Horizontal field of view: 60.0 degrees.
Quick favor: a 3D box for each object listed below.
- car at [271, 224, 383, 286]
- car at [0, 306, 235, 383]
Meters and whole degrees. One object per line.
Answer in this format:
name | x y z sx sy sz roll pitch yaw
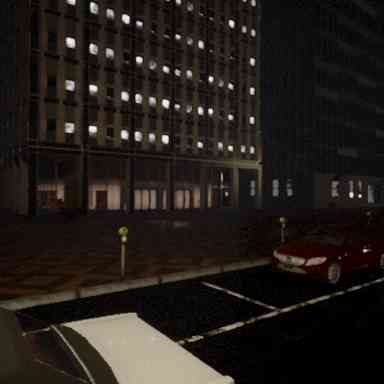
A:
car | 4.095 1.608 9.469 4.206 1.307 1.802 0 0 -35
car | -2.062 1.599 1.883 4.718 1.301 1.895 0 0 -35
